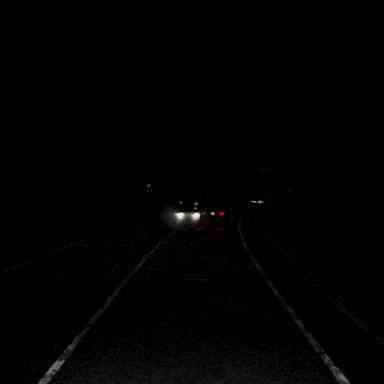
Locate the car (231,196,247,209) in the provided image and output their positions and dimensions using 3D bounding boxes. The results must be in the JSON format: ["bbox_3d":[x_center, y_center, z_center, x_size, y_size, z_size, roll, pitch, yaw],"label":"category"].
[{"bbox_3d":[5.599,1.256,40.662,1.882,1.535,5.008,1,1,16],"label":"car"}]

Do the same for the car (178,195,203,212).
[{"bbox_3d":[0.069,1.080,34.102,2.097,1.767,4.553,1,1,13],"label":"car"}]

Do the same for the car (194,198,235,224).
[{"bbox_3d":[1.679,1.399,23.224,2.033,1.411,5.357,1,0,9],"label":"car"}]

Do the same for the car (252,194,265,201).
[{"bbox_3d":[14.429,1.141,72.121,1.994,1.385,4.181,2,1,25],"label":"car"}]
